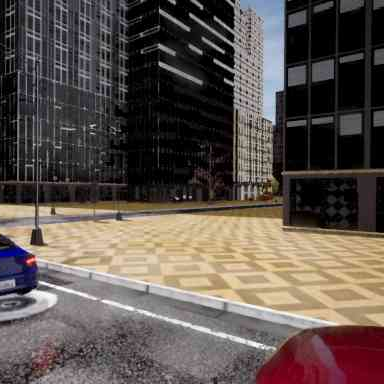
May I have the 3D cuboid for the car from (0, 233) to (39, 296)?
[{"bbox_3d":[-5.236,1.522,7.415,4.674,1.442,1.812,0,0,36],"label":"car"}]

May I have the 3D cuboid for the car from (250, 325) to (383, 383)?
[{"bbox_3d":[2.367,1.564,1.988,4.181,1.385,1.994,0,0,35],"label":"car"}]
